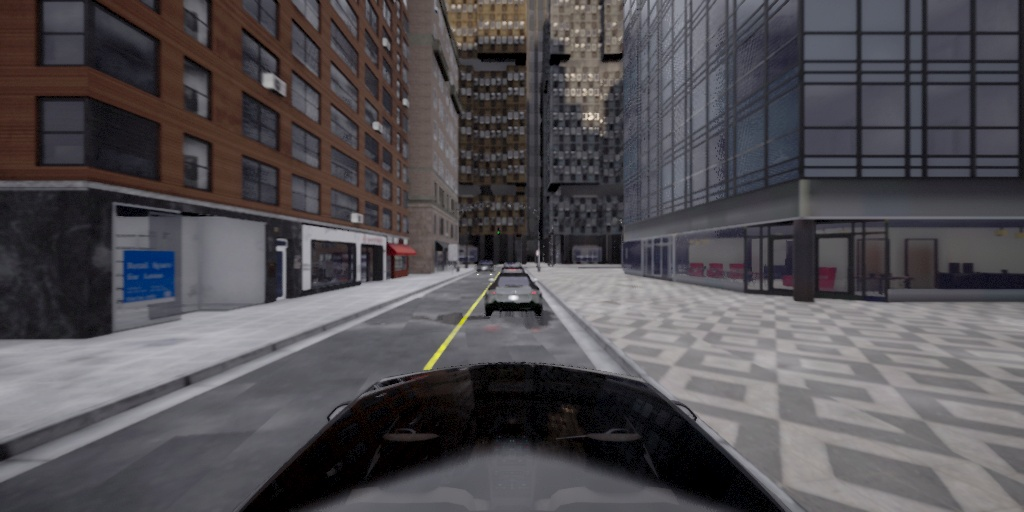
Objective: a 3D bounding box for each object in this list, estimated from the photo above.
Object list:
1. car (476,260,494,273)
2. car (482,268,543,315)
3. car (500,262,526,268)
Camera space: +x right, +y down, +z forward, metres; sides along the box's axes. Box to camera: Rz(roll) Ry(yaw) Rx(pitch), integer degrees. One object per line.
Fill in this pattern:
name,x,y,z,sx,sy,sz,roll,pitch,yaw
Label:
car,-3.083,1.220,42.176,2.128,1.511,4.902,0,0,0
car,0.063,1.302,13.431,1.994,1.385,4.181,0,0,0
car,0.058,1.224,28.728,2.128,1.511,4.902,0,0,0
